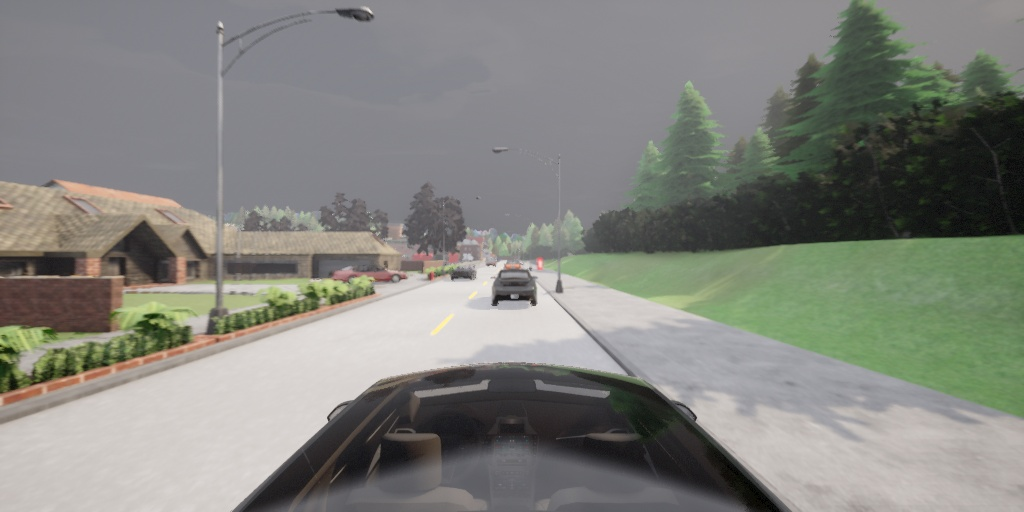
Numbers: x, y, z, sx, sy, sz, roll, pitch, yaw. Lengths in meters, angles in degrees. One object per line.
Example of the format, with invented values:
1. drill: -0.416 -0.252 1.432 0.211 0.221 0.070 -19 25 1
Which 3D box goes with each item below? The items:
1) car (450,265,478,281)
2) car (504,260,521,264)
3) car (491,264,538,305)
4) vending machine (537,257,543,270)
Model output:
1. car: -4.095 1.467 30.990 1.895 1.301 4.718 0 0 0
2. car: 0.085 1.261 42.250 2.097 1.767 4.553 0 0 0
3. car: 0.101 1.313 16.283 1.837 1.490 4.892 0 0 0
4. vending machine: 4.275 1.153 54.691 1.100 2.100 0.880 0 0 0
